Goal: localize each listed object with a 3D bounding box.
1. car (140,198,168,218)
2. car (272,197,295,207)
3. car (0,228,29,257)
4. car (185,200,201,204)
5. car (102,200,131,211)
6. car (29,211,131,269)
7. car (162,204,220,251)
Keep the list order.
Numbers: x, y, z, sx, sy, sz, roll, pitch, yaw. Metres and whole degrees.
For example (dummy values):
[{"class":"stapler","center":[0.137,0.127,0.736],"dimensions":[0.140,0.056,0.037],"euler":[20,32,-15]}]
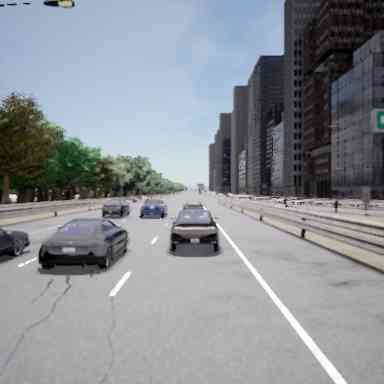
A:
[{"class":"car","center":[-3.389,1.352,30.331],"dimensions":[2.097,1.767,4.553],"euler":[0,0,0]},{"class":"car","center":[15.165,1.610,55.250],"dimensions":[2.128,1.511,4.902],"euler":[0,0,-18]},{"class":"car","center":[-6.894,1.546,9.853],"dimensions":[2.033,1.411,5.357],"euler":[0,0,0]},{"class":"car","center":[0.111,1.491,30.564],"dimensions":[2.128,1.511,4.902],"euler":[0,0,0]},{"class":"car","center":[-6.889,1.491,30.575],"dimensions":[2.128,1.511,4.902],"euler":[0,0,0]},{"class":"car","center":[-3.395,1.562,11.171],"dimensions":[1.994,1.385,4.181],"euler":[0,0,0]},{"class":"car","center":[0.105,1.489,14.084],"dimensions":[2.128,1.511,4.902],"euler":[0,0,0]}]
